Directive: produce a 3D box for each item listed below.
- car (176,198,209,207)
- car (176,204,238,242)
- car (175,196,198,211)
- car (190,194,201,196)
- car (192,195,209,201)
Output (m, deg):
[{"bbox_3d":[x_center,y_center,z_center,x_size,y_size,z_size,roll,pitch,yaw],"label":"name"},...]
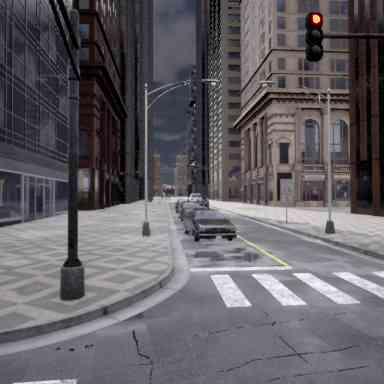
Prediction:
[{"bbox_3d":[-0.088,1.534,27.153,1.837,1.490,4.892,0,0,-5],"label":"car"},{"bbox_3d":[0.700,1.564,16.927,2.033,1.411,5.357,0,0,-10],"label":"car"},{"bbox_3d":[-0.920,1.539,37.438,2.128,1.511,4.902,0,0,-5],"label":"car"},{"bbox_3d":[0.554,1.314,58.482,2.150,2.045,5.566,0,0,-5],"label":"car"},{"bbox_3d":[1.401,1.572,48.105,1.837,1.490,4.892,0,0,-5],"label":"car"}]
